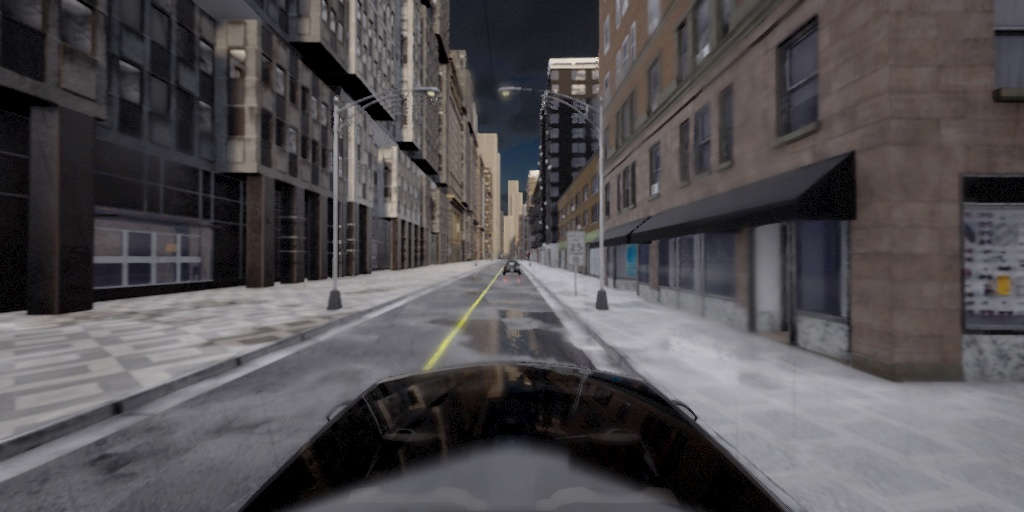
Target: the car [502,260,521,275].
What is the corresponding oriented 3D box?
[{"bbox_3d":[-0.001,1.253,38.151,1.812,1.442,4.674,0,0,0],"label":"car"}]
